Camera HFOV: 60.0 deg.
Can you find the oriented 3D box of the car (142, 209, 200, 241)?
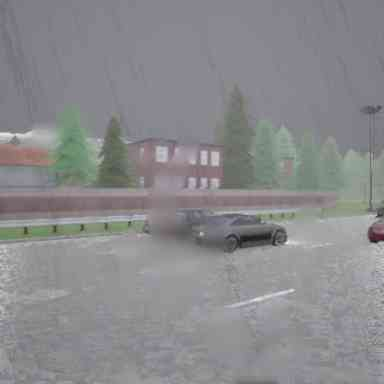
[{"bbox_3d":[0.194,1.578,16.780,5.357,1.411,2.033,0,0,-35],"label":"car"}]

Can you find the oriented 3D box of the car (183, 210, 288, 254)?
[{"bbox_3d":[2.027,1.594,13.788,4.181,1.385,1.994,0,0,-35],"label":"car"}]

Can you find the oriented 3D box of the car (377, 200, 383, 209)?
[{"bbox_3d":[19.051,1.456,30.969,4.553,1.767,2.097,0,0,-41],"label":"car"}]

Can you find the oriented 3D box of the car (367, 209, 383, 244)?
[{"bbox_3d":[9.778,1.615,15.017,4.181,1.385,1.994,0,0,-35],"label":"car"}]
